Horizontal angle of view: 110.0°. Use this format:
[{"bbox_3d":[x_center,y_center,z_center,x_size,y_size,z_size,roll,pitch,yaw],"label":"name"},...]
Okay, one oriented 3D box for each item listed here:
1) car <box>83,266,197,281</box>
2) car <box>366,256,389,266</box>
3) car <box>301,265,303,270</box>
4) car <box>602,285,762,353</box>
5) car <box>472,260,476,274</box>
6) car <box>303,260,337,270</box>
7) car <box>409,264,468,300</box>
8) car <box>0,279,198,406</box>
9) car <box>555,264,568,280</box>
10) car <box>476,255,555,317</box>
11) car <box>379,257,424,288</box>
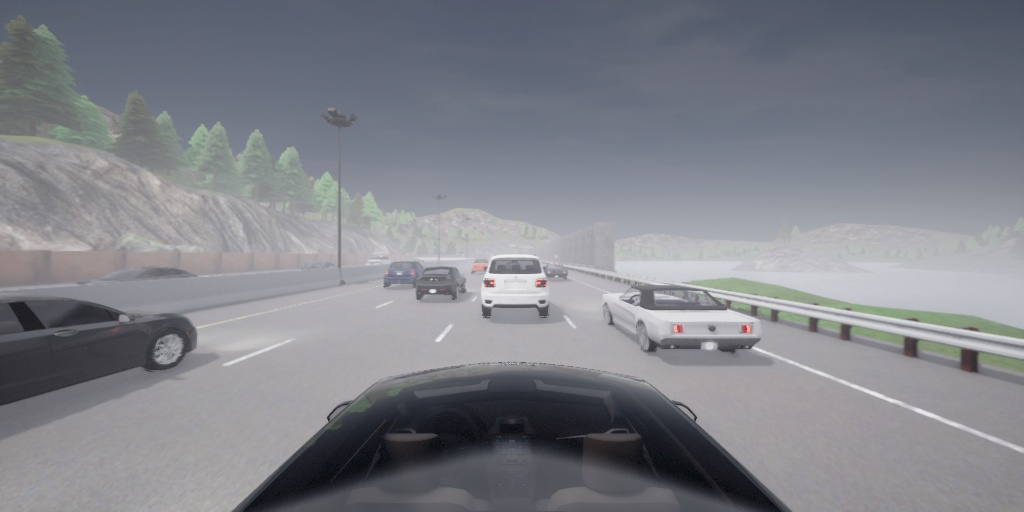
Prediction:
[{"bbox_3d":[-17.599,1.257,17.033,1.837,1.490,4.892,0,0,0],"label":"car"},{"bbox_3d":[-20.943,0.972,56.363,2.150,2.045,5.566,0,0,1],"label":"car"},{"bbox_3d":[-28.013,1.315,50.989,1.994,1.385,4.181,0,0,1],"label":"car"},{"bbox_3d":[3.608,1.351,8.756,1.895,1.301,4.718,0,0,0],"label":"car"},{"bbox_3d":[-3.394,1.102,41.272,2.097,1.767,4.553,0,0,0],"label":"car"},{"bbox_3d":[-24.554,1.315,46.551,1.994,1.385,4.181,0,0,0],"label":"car"},{"bbox_3d":[-3.397,1.255,17.793,1.837,1.490,4.892,0,0,0],"label":"car"},{"bbox_3d":[-6.898,1.255,4.799,1.837,1.490,4.892,0,0,0],"label":"car"},{"bbox_3d":[3.605,1.351,31.187,1.895,1.301,4.718,0,0,0],"label":"car"},{"bbox_3d":[0.104,0.971,13.274,2.150,2.045,5.566,0,0,0],"label":"car"},{"bbox_3d":[-6.896,1.102,24.063,2.097,1.767,4.553,0,0,0],"label":"car"}]
